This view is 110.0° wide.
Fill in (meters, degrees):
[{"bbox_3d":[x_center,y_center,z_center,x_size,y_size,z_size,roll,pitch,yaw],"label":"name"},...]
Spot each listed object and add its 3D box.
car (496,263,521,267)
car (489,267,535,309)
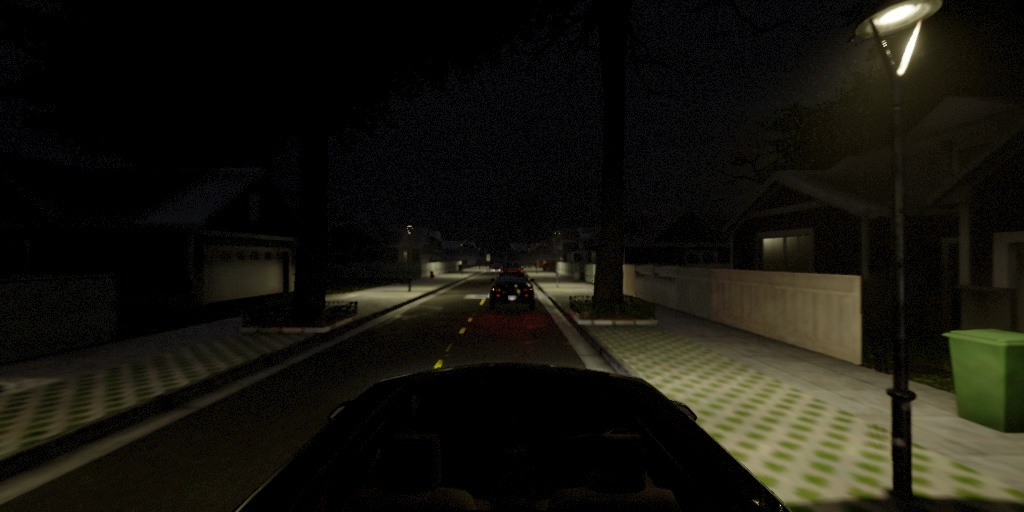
[{"bbox_3d":[0.012,1.374,30.274,2.097,1.767,4.553,0,-1,0],"label":"car"},{"bbox_3d":[0.020,1.411,15.753,1.812,1.442,4.674,0,0,0],"label":"car"}]
